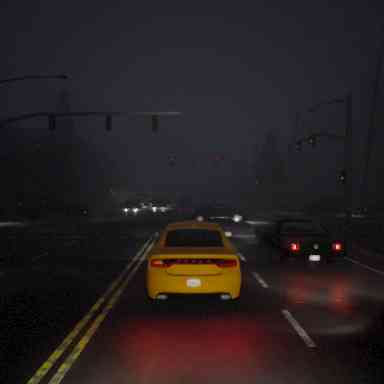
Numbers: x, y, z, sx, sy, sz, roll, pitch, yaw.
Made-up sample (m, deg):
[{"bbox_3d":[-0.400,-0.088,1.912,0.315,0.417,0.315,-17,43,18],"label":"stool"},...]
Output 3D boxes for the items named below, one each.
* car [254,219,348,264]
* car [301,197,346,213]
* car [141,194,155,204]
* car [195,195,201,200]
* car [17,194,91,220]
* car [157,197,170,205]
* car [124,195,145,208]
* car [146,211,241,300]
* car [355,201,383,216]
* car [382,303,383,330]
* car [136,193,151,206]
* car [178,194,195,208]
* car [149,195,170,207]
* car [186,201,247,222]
[{"bbox_3d":[3.502,1.597,11.752,1.895,1.301,4.718,0,0,-1],"label":"car"},{"bbox_3d":[14.084,1.341,35.516,4.553,1.767,2.097,0,0,-2],"label":"car"},{"bbox_3d":[-8.640,1.331,65.507,2.097,1.767,4.553,0,0,-1],"label":"car"},{"bbox_3d":[1.308,1.567,88.165,1.895,1.301,4.718,0,0,-1],"label":"car"},{"bbox_3d":[-11.282,1.214,27.383,5.566,2.045,2.150,0,0,-10],"label":"car"},{"bbox_3d":[-5.027,1.545,59.730,1.994,1.385,4.181,0,0,-1],"label":"car"},{"bbox_3d":[-8.207,1.549,46.388,1.994,1.385,4.181,0,0,-1],"label":"car"},{"bbox_3d":[0.034,1.475,8.428,1.882,1.535,5.008,0,0,0],"label":"car"},{"bbox_3d":[18.774,1.537,32.151,5.357,1.411,2.033,0,0,-2],"label":"car"},{"bbox_3d":[3.598,1.477,2.663,1.882,1.535,5.008,0,0,0],"label":"car"},{"bbox_3d":[-8.439,1.204,55.708,2.150,2.045,5.566,0,0,-1],"label":"car"},{"bbox_3d":[-1.067,1.476,49.013,2.128,1.511,4.902,0,0,-2],"label":"car"},{"bbox_3d":[-4.792,1.548,49.700,1.994,1.385,4.181,0,0,-2],"label":"car"},{"bbox_3d":[1.885,1.556,24.286,4.181,1.385,1.994,0,0,-4],"label":"car"}]
